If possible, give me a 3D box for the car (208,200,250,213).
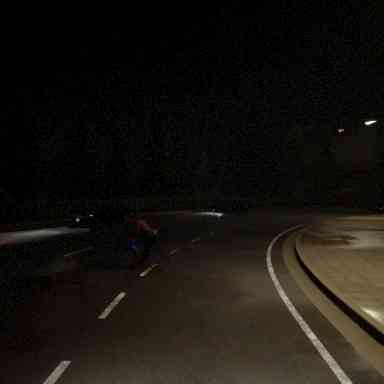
[{"bbox_3d":[4.244,1.548,37.108,5.357,1.411,2.033,0,0,-42],"label":"car"}]

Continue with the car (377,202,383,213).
[{"bbox_3d":[21.939,1.525,35.587,4.674,1.442,1.812,0,0,-22],"label":"car"}]

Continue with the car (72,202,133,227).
[{"bbox_3d":[-6.062,1.492,22.948,2.128,1.511,4.902,0,0,26],"label":"car"}]

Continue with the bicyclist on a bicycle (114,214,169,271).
[{"bbox_3d":[-1.469,1.452,9.543,1.656,1.620,0.582,0,0,8],"label":"bicyclist on a bicycle"}]
